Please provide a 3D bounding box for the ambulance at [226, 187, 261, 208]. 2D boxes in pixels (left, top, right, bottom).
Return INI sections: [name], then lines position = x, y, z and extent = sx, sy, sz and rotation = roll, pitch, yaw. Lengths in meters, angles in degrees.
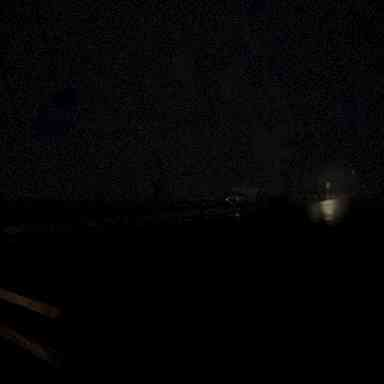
[ambulance]
position = 6.636, 0.658, 43.194
extent = 2.351, 2.431, 6.366
rotation = 2, 2, 35
